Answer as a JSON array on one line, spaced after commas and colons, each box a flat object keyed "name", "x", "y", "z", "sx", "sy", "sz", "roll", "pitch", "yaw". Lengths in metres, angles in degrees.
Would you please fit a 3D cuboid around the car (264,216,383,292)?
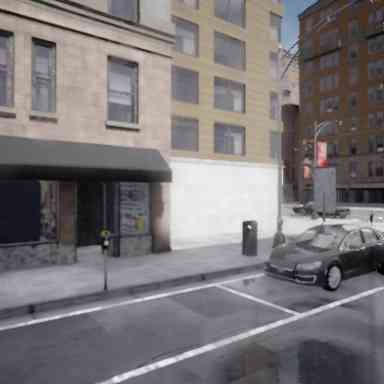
[{"name": "car", "x": 3.818, "y": 1.565, "z": 8.911, "sx": 4.403, "sy": 1.369, "sz": 2.008, "roll": 0, "pitch": 0, "yaw": -35}]

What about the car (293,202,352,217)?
[{"name": "car", "x": 11.353, "y": 1.569, "z": 29.178, "sx": 1.895, "sy": 1.301, "sz": 4.718, "roll": 0, "pitch": 0, "yaw": -35}]
